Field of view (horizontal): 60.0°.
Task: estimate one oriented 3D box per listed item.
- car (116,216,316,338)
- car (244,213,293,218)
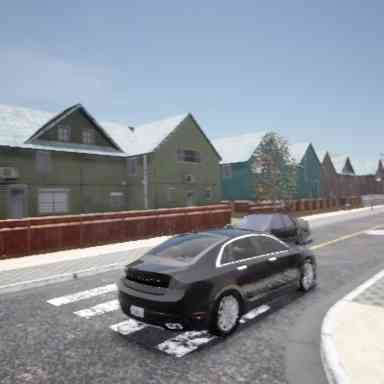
[{"bbox_3d":[0.824,1.486,6.709,1.837,1.490,4.892,-3,-1,43],"label":"car"},{"bbox_3d":[2.928,1.554,13.307,2.033,1.411,5.357,-3,-1,43],"label":"car"}]
